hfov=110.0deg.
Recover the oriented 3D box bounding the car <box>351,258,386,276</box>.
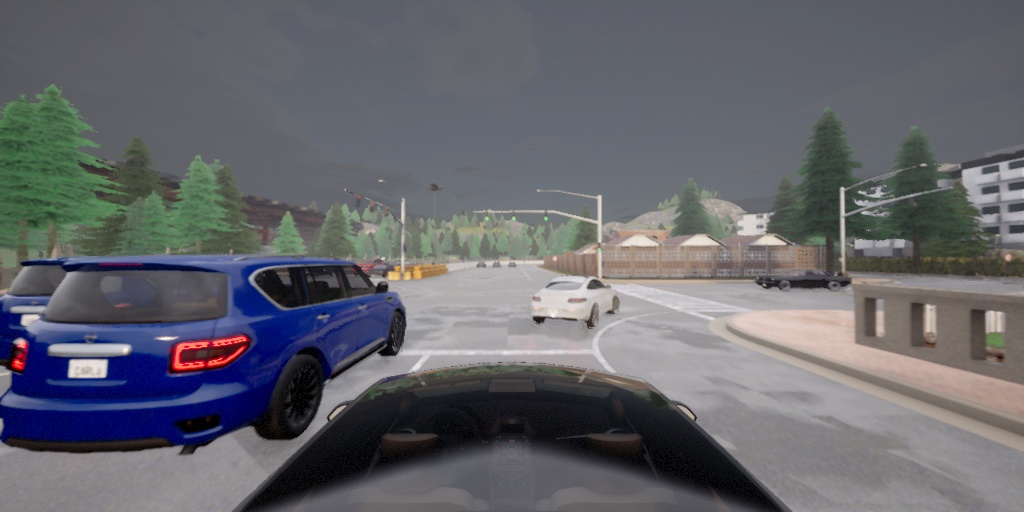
[{"bbox_3d":[-17.567,1.326,44.362,2.150,2.045,5.566,0,0,-1],"label":"car"}]

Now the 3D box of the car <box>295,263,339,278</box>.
[{"bbox_3d":[-21.070,1.557,39.082,2.128,1.511,4.902,0,0,0],"label":"car"}]

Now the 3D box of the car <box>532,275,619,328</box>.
[{"bbox_3d":[2.170,1.357,11.812,1.812,1.442,4.674,-1,-1,27],"label":"car"}]

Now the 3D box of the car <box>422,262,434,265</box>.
[{"bbox_3d":[-13.972,1.708,60.380,1.882,1.535,5.008,0,0,0],"label":"car"}]

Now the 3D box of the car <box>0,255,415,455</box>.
[{"bbox_3d":[-3.397,1.008,5.564,2.150,2.045,5.566,0,0,0],"label":"car"}]

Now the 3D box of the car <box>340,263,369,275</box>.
[{"bbox_3d":[-21.043,1.663,48.131,1.812,1.442,4.674,0,0,0],"label":"car"}]

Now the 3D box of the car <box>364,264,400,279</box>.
[{"bbox_3d":[-14.039,1.607,38.974,2.033,1.411,5.357,0,0,-1],"label":"car"}]

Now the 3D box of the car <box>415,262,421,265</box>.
[{"bbox_3d":[-14.065,1.697,48.213,1.994,1.385,4.181,0,0,-1],"label":"car"}]

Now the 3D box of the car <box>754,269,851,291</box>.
[{"bbox_3d":[18.082,1.506,22.504,4.718,1.301,1.895,0,0,2],"label":"car"}]
